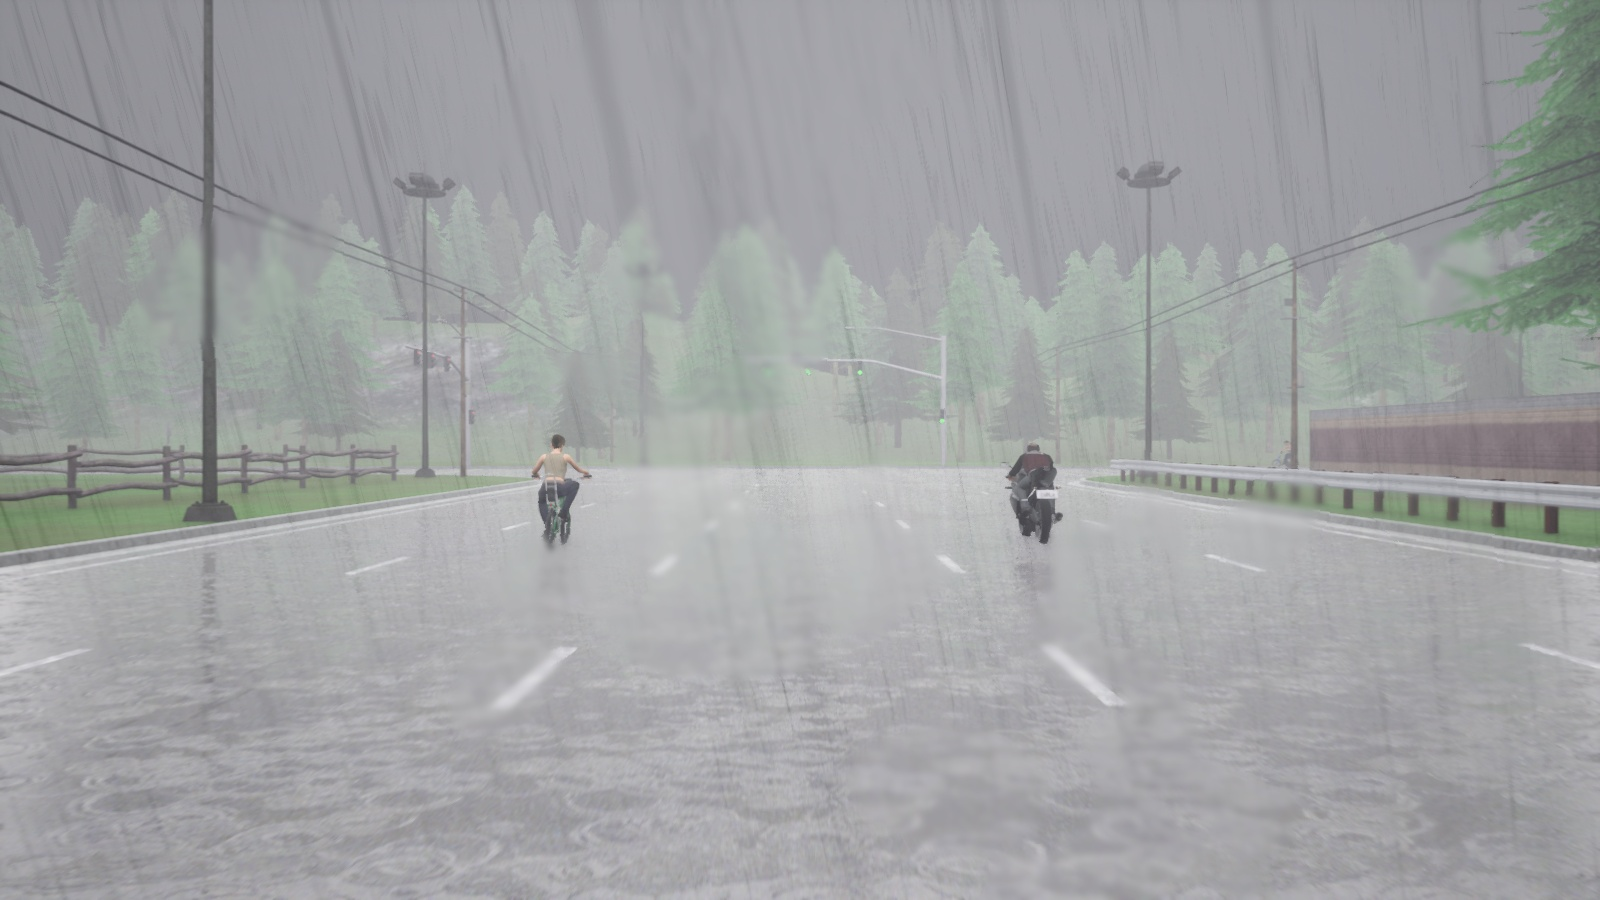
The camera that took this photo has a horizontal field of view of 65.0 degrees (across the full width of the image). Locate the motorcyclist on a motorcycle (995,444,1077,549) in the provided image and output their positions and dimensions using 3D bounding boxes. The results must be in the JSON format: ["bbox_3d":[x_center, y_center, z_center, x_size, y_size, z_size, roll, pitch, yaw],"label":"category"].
[{"bbox_3d":[3.627,0.675,19.467,0.866,1.530,2.191,0,0,0],"label":"motorcyclist on a motorcycle"}]

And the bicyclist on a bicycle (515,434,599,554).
[{"bbox_3d":[-3.389,0.581,17.629,0.866,1.612,1.509,0,0,1],"label":"bicyclist on a bicycle"}]
